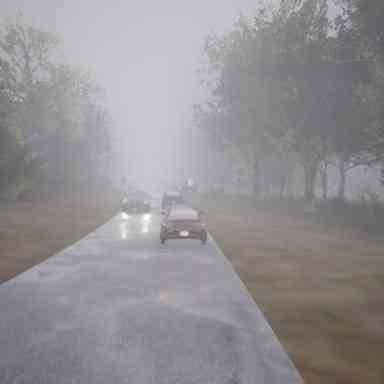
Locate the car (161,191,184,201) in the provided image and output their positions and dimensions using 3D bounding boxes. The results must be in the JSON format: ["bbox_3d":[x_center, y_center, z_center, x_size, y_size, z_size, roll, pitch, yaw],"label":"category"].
[{"bbox_3d":[-1.826,0.604,30.445,1.882,1.535,5.008,1,3,-7],"label":"car"}]

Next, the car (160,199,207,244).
[{"bbox_3d":[-0.400,1.283,14.464,1.812,1.442,4.674,0,2,-3],"label":"car"}]

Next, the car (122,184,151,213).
[{"bbox_3d":[-4.336,0.579,26.427,2.097,1.767,4.553,1,3,-6],"label":"car"}]
